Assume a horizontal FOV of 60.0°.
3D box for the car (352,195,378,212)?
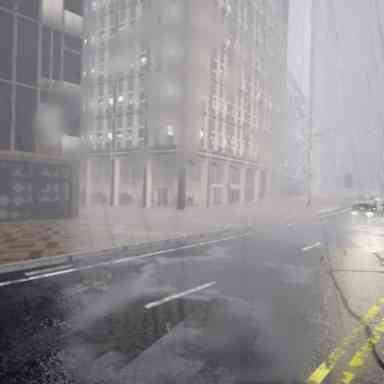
[{"bbox_3d":[16.809,1.051,32.187,2.033,1.411,5.357,2,2,33],"label":"car"}]
